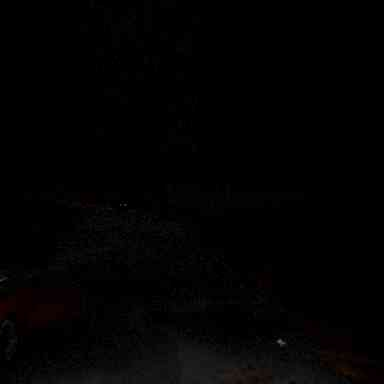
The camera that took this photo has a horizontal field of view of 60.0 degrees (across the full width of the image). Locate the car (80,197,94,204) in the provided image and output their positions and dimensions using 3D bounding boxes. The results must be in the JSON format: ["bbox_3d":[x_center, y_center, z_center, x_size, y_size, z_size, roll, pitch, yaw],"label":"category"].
[{"bbox_3d":[-20.261,1.603,64.189,1.812,1.442,4.674,0,1,-34],"label":"car"}]

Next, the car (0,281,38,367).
[{"bbox_3d":[-3.260,1.616,2.984,1.895,1.301,4.718,0,0,-2],"label":"car"}]

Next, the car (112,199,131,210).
[{"bbox_3d":[-9.558,1.702,44.868,2.033,1.411,5.357,0,0,-23],"label":"car"}]
